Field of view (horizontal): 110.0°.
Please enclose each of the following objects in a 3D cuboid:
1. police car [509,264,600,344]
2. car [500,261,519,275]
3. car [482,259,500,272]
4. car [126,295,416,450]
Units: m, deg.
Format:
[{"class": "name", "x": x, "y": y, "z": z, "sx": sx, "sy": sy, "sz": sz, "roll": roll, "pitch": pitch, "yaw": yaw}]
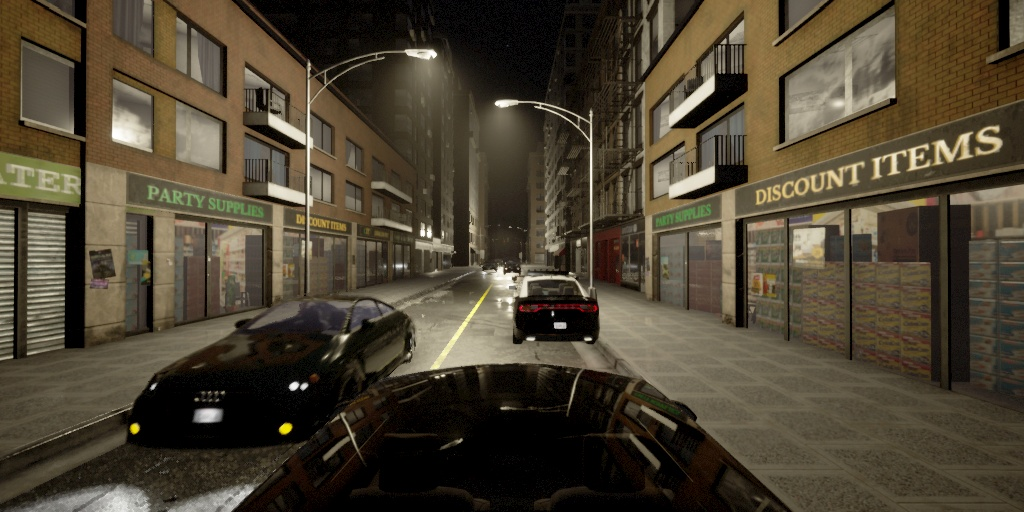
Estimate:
[{"class": "police car", "x": 0.953, "y": 1.178, "z": 9.702, "sx": 1.930, "sy": 1.638, "sz": 5.238, "roll": 0, "pitch": 0, "yaw": 0}, {"class": "car", "x": 0.028, "y": 1.373, "z": 39.283, "sx": 1.895, "sy": 1.301, "sz": 4.718, "roll": 0, "pitch": 0, "yaw": 0}, {"class": "car", "x": -2.910, "y": 1.307, "z": 47.583, "sx": 1.812, "sy": 1.442, "sz": 4.674, "roll": 0, "pitch": 0, "yaw": 0}, {"class": "car", "x": -2.854, "y": 1.314, "z": 5.357, "sx": 1.994, "sy": 1.385, "sz": 4.181, "roll": 0, "pitch": 0, "yaw": 0}]
